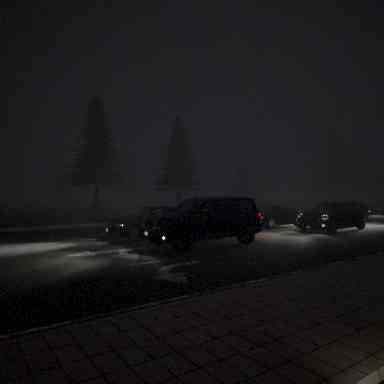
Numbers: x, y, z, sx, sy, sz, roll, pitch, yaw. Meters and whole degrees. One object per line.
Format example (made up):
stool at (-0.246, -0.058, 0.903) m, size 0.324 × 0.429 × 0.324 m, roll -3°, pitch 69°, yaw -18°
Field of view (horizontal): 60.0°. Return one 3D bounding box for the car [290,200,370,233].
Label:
car at (8.252, 1.352, 19.685) m, size 4.553 × 1.767 × 2.097 m, roll 0°, pitch 0°, yaw -35°

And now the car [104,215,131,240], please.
car at (-1.911, 1.492, 16.740) m, size 4.902 × 1.511 × 2.128 m, roll 0°, pitch 0°, yaw -35°

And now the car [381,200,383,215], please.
car at (20.780, 1.505, 32.822) m, size 4.892 × 1.490 × 1.837 m, roll 0°, pitch 0°, yaw -35°

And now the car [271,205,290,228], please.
car at (5.350, 1.564, 21.921) m, size 4.181 × 1.385 × 1.994 m, roll 0°, pitch 0°, yaw -36°

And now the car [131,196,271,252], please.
car at (0.538, 1.221, 14.195) m, size 5.566 × 2.045 × 2.150 m, roll 0°, pitch 0°, yaw -34°
